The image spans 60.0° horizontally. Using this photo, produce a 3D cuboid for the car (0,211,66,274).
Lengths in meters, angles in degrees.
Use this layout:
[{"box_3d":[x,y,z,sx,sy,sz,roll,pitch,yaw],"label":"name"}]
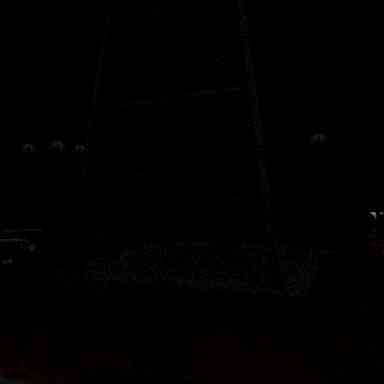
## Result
[{"box_3d":[-5.689,1.648,11.550,1.905,1.878,3.866,-1,-1,-8],"label":"car"}]
